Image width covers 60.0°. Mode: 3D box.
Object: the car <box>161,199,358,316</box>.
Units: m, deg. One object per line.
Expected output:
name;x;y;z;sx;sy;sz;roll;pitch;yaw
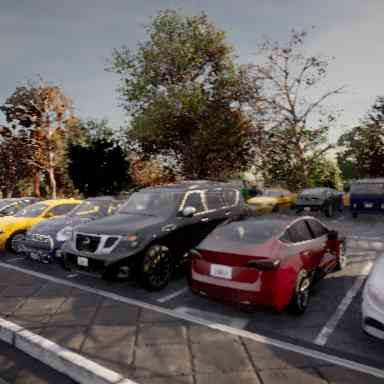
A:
car;1.809;1.154;7.000;2.163;1.488;4.792;1;3;36

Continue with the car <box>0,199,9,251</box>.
car;-4.966;1.033;11.836;2.097;1.535;5.008;1;3;36

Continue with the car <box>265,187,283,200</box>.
car;4.978;0.459;20.544;1.946;1.575;5.366;1;3;36

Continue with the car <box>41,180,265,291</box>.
car;-0.484;0.842;8.560;2.435;2.045;5.566;1;3;36

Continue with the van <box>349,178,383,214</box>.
van;9.648;0.289;17.549;1.878;1.987;4.442;1;3;36

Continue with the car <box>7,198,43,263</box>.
car;-2.699;0.933;10.231;2.185;1.767;4.553;1;3;36

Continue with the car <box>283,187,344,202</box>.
car;7.329;0.487;19.076;2.231;1.521;4.892;1;3;36

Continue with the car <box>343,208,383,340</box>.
car;4.048;1.201;5.360;2.002;1.452;4.674;1;3;36

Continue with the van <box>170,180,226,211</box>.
van;0.552;0.175;24.082;1.878;1.987;4.442;0;3;36
